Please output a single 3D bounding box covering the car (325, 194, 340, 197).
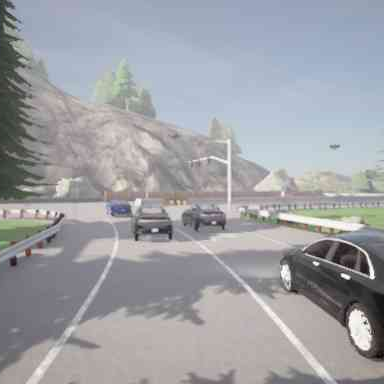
[{"bbox_3d":[36.972,1.347,84.772,4.902,1.511,2.128,0,0,-37],"label":"car"}]

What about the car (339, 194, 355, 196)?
[{"bbox_3d":[38.998,1.341,81.903,4.674,1.442,1.812,0,0,-37],"label":"car"}]

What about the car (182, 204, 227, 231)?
[{"bbox_3d":[0.628,1.475,20.443,2.128,1.511,4.902,0,0,-14],"label":"car"}]

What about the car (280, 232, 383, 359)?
[{"bbox_3d":[3.096,1.490,5.977,1.837,1.490,4.892,0,0,-4],"label":"car"}]

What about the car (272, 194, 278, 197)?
[{"bbox_3d":[20.897,1.234,79.123,4.553,1.767,2.097,0,0,-23],"label":"car"}]

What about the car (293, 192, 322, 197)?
[{"bbox_3d":[25.551,1.345,73.527,5.008,1.535,1.882,0,0,-25],"label":"car"}]

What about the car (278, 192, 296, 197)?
[{"bbox_3d":[23.227,1.098,76.319,5.566,2.045,2.150,0,0,-23],"label":"car"}]

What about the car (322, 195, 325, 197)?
[{"bbox_3d":[34.354,1.381,87.150,4.181,1.385,1.994,0,0,-37],"label":"car"}]

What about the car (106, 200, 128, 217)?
[{"bbox_3d":[-7.154,1.485,32.265,1.882,1.535,5.008,0,0,-22],"label":"car"}]

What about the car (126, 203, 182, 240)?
[{"bbox_3d":[-2.133,1.488,17.108,2.128,1.511,4.902,0,0,-12],"label":"car"}]
